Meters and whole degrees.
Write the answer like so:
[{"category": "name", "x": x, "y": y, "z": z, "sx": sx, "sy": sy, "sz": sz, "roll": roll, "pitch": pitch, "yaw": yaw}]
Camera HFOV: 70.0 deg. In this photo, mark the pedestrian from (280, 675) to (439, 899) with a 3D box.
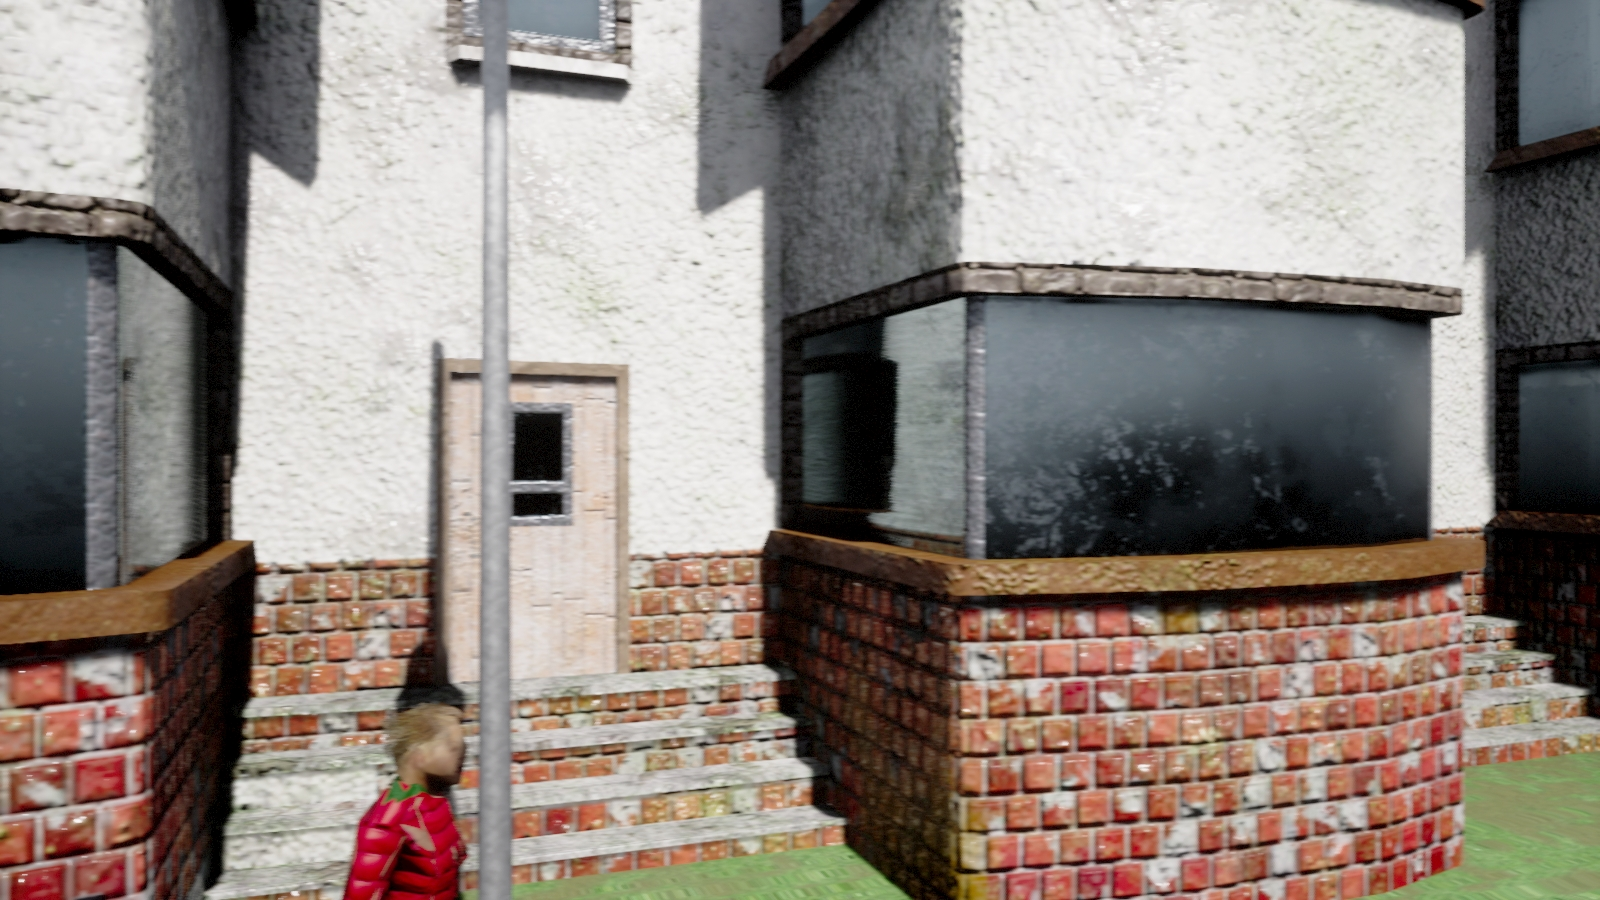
[{"category": "pedestrian", "x": -1.371, "y": 1.678, "z": 3.593, "sx": 0.375, "sy": 1.860, "sz": 0.375, "roll": 0, "pitch": 0, "yaw": -5}]
